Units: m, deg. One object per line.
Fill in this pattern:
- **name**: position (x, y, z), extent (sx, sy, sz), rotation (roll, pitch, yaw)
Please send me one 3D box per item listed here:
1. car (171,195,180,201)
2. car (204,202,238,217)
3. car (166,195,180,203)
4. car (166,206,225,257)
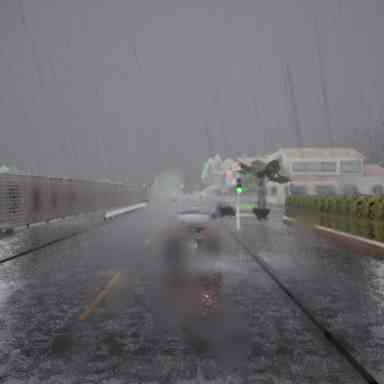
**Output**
- **car**: position (-4.016, 1.375, 81.946), extent (1.812, 1.442, 4.674), rotation (0, 0, 0)
- **car**: position (2.311, 1.524, 28.758), extent (1.994, 1.385, 4.181), rotation (-1, 0, 38)
- **car**: position (-4.025, 1.471, 65.594), extent (1.994, 1.385, 4.181), rotation (0, 0, 0)
- **car**: position (0.061, 1.485, 12.876), extent (1.837, 1.490, 4.892), rotation (0, 0, 0)
